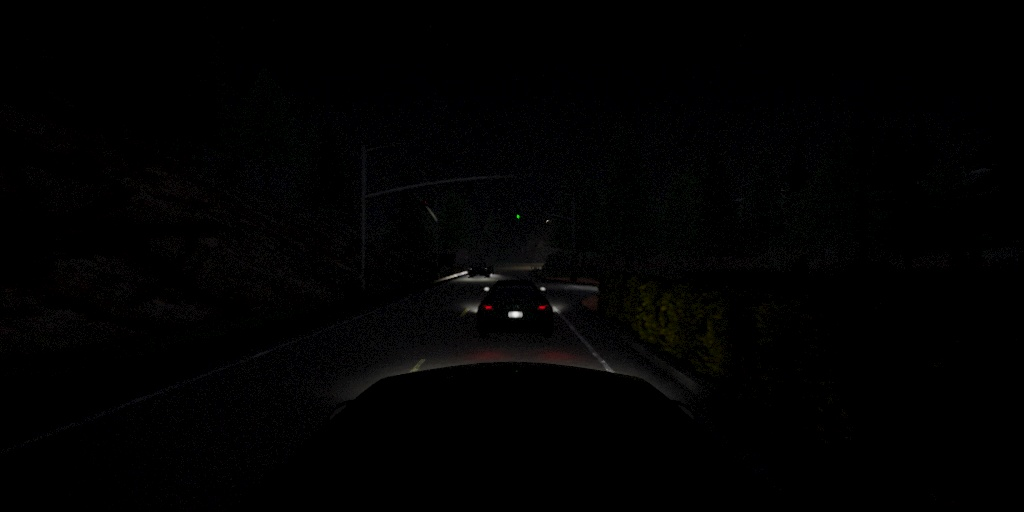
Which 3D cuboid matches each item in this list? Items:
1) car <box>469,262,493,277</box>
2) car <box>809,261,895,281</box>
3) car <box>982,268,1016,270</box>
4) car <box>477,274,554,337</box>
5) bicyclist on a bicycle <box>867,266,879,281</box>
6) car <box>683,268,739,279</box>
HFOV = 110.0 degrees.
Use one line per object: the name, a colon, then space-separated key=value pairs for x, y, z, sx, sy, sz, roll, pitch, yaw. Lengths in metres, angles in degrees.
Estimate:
car: x=-3.597 y=1.467 z=40.315 sx=2.097 sy=1.767 sz=4.553 roll=0 pitch=-1 yaw=0
car: x=25.573 y=1.373 z=27.055 sx=5.566 sy=2.045 sz=2.150 roll=0 pitch=-1 yaw=1
car: x=35.749 y=1.652 z=26.663 sx=4.892 sy=1.490 sz=1.837 roll=0 pitch=-1 yaw=4
car: x=0.085 y=1.398 z=10.621 sx=1.994 sy=1.385 sz=4.181 roll=0 pitch=-1 yaw=0
bicyclist on a bicycle: x=19.829 y=1.382 z=19.635 sx=0.582 sy=1.620 sz=1.656 roll=0 pitch=-1 yaw=0
car: x=15.503 y=1.643 z=27.105 sx=4.902 sy=1.511 sz=2.128 roll=0 pitch=-1 yaw=0
